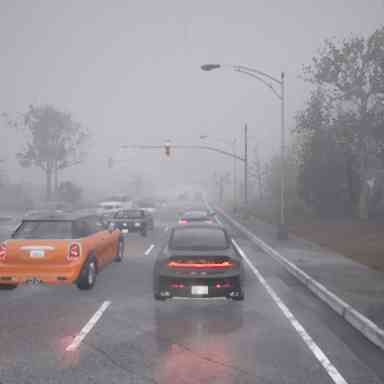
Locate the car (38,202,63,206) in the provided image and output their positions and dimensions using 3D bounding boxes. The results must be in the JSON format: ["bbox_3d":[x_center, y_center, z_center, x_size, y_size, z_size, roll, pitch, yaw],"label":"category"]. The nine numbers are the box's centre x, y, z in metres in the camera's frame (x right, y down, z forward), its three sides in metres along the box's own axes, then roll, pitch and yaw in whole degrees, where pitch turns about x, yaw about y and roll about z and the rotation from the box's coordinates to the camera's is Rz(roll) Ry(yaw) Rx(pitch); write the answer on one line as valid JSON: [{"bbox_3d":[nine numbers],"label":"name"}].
[{"bbox_3d":[-10.319,1.519,24.315,1.837,1.490,4.892,0,0,1],"label":"car"}]

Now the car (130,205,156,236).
[{"bbox_3d":[-3.250,1.612,18.400,1.895,1.301,4.718,0,0,0],"label":"car"}]

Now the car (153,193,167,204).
[{"bbox_3d":[-5.962,1.438,65.670,1.882,1.535,5.008,0,1,2],"label":"car"}]

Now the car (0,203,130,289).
[{"bbox_3d":[-3.328,1.358,9.315,2.097,1.767,4.553,0,0,1],"label":"car"}]

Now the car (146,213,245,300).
[{"bbox_3d":[0.160,1.510,8.375,1.837,1.490,4.892,0,0,1],"label":"car"}]

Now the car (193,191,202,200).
[{"bbox_3d":[1.252,1.099,75.139,2.033,1.411,5.357,0,3,1],"label":"car"}]

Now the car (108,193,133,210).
[{"bbox_3d":[-9.901,1.246,46.286,2.150,2.045,5.566,0,0,1],"label":"car"}]

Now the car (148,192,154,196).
[{"bbox_3d":[-9.258,0.953,74.723,2.097,1.767,4.553,0,3,1],"label":"car"}]

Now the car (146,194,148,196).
[{"bbox_3d":[-9.613,1.560,59.821,1.812,1.442,4.674,0,0,1],"label":"car"}]

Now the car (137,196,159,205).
[{"bbox_3d":[-6.369,1.593,47.825,1.994,1.385,4.181,0,0,1],"label":"car"}]

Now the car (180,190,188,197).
[{"bbox_3d":[-2.047,0.392,85.622,1.812,1.442,4.674,0,3,1],"label":"car"}]

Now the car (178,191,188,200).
[{"bbox_3d":[-2.247,1.059,75.204,1.837,1.490,4.892,0,3,1],"label":"car"}]

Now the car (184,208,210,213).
[{"bbox_3d":[0.253,1.536,17.450,1.812,1.442,4.674,0,0,3],"label":"car"}]

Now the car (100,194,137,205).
[{"bbox_3d":[-6.720,1.241,29.647,2.150,2.045,5.566,0,0,1],"label":"car"}]
